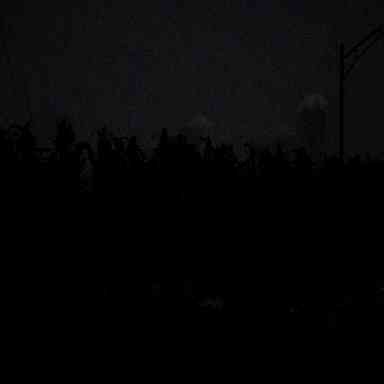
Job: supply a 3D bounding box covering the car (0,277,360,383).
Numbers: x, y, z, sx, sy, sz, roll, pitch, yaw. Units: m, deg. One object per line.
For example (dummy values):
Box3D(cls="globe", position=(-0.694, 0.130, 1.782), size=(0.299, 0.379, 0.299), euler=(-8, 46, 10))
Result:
Box3D(cls="car", position=(-0.514, 1.533, 2.581), size=(4.674, 1.442, 1.812), euler=(1, 0, -35))
